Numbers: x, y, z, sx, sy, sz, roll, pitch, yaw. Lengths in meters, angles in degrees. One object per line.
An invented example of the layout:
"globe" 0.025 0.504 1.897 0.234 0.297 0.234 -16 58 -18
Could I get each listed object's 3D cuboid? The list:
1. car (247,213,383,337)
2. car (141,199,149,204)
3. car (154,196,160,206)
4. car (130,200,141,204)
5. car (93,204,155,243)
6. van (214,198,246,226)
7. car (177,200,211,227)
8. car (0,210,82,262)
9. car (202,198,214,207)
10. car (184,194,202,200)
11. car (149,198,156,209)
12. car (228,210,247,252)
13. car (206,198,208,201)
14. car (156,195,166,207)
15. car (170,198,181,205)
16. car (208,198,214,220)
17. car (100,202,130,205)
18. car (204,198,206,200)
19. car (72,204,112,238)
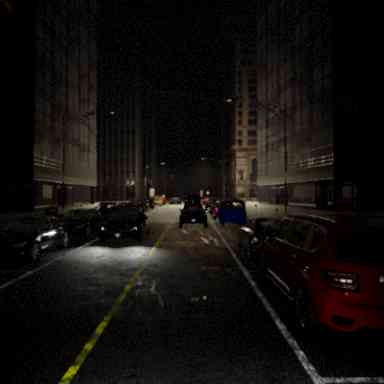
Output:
"car" 2.676 1.317 6.601 2.192 1.841 5.009 1 0 0
"car" -5.866 1.624 33.902 1.802 1.307 4.206 1 0 0
"car" -5.872 1.646 44.820 1.947 1.339 4.313 1 0 0
"car" -5.863 1.573 28.443 1.887 1.381 4.507 1 0 0
"car" -3.109 1.534 16.221 1.812 1.442 4.674 0 0 0
"van" 2.667 1.358 22.982 1.690 1.788 3.998 1 0 0
"car" 0.086 1.542 22.688 1.812 1.442 4.674 0 0 0
"car" -5.854 1.555 12.064 2.008 1.369 4.403 1 0 0
"car" 2.647 1.675 55.740 1.887 1.381 4.507 0 0 0
"car" 0.080 1.298 44.133 2.150 2.045 5.566 0 0 0
"car" -5.869 1.610 39.361 2.008 1.369 4.403 1 0 0
"car" 2.671 1.555 12.061 2.008 1.369 4.403 1 0 0
"car" 2.659 1.587 33.901 1.887 1.381 4.507 1 0 0
"car" -5.877 1.654 55.568 1.752 1.417 4.829 0 0 0
"car" -3.032 1.738 63.404 1.994 1.385 4.181 0 0 0
"car" 2.663 1.468 28.442 1.967 1.590 4.097 1 0 0
"car" -5.859 1.457 22.984 1.967 1.590 4.097 1 0 0
"car" 2.652 1.662 44.821 1.802 1.307 4.206 0 0 0
"car" -5.857 1.560 17.524 2.008 1.369 4.403 1 0 0
